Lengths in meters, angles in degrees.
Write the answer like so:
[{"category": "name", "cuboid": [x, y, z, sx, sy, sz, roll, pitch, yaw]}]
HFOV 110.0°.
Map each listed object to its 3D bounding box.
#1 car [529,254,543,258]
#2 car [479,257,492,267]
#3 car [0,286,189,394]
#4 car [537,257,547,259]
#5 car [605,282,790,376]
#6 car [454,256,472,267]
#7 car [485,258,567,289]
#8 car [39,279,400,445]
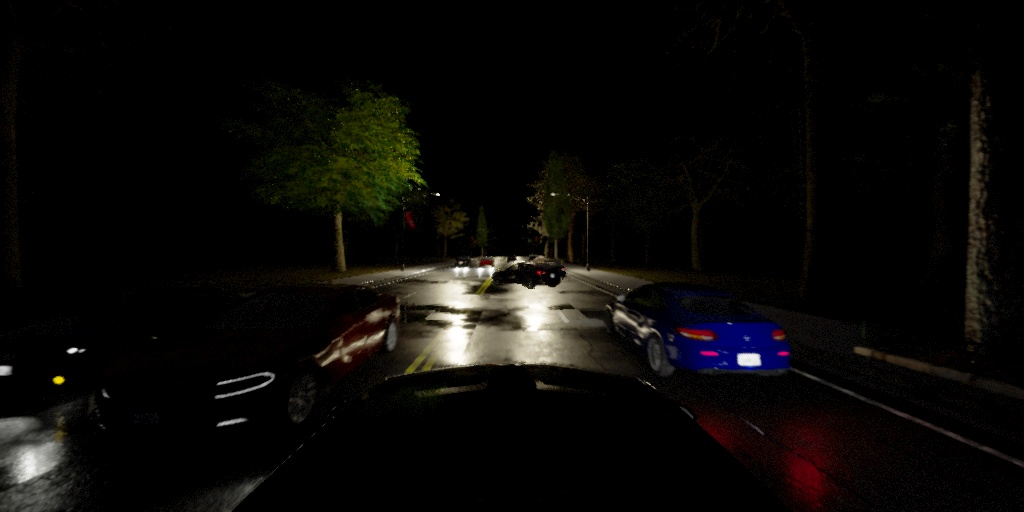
[{"category": "car", "cuboid": [3.241, 0.779, 40.399, 1.801, 1.575, 5.366, 0, 1, 0]}, {"category": "car", "cuboid": [-3.321, 0.822, 47.506, 1.895, 1.301, 4.718, 0, 1, 0]}, {"category": "car", "cuboid": [-6.599, 1.281, 6.630, 1.994, 1.385, 4.181, 0, 0, 0]}, {"category": "car", "cuboid": [3.243, 1.031, 29.211, 2.033, 1.411, 5.357, 0, 1, 0]}, {"category": "car", "cuboid": [3.248, 1.239, 7.216, 1.812, 1.442, 4.674, 0, 0, 0]}, {"category": "car", "cuboid": [-6.577, 0.698, 48.511, 2.128, 1.511, 4.902, 0, 1, 0]}, {"category": "car", "cuboid": [0.775, 1.085, 21.469, 2.163, 1.488, 4.792, 0, 1, -38]}, {"category": "car", "cuboid": [-3.349, 1.201, 5.779, 1.882, 1.535, 5.008, 0, 0, 0]}]
